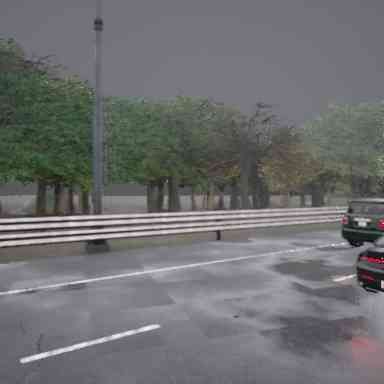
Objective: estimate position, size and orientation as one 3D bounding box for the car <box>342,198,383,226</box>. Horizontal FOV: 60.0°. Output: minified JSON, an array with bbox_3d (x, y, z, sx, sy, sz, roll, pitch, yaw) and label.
[{"bbox_3d":[8.536,1.289,13.792,5.566,2.045,2.150,0,0,-34],"label":"car"}]

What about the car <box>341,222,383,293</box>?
[{"bbox_3d":[5.737,1.547,7.682,4.892,1.490,1.837,0,0,-34],"label":"car"}]
